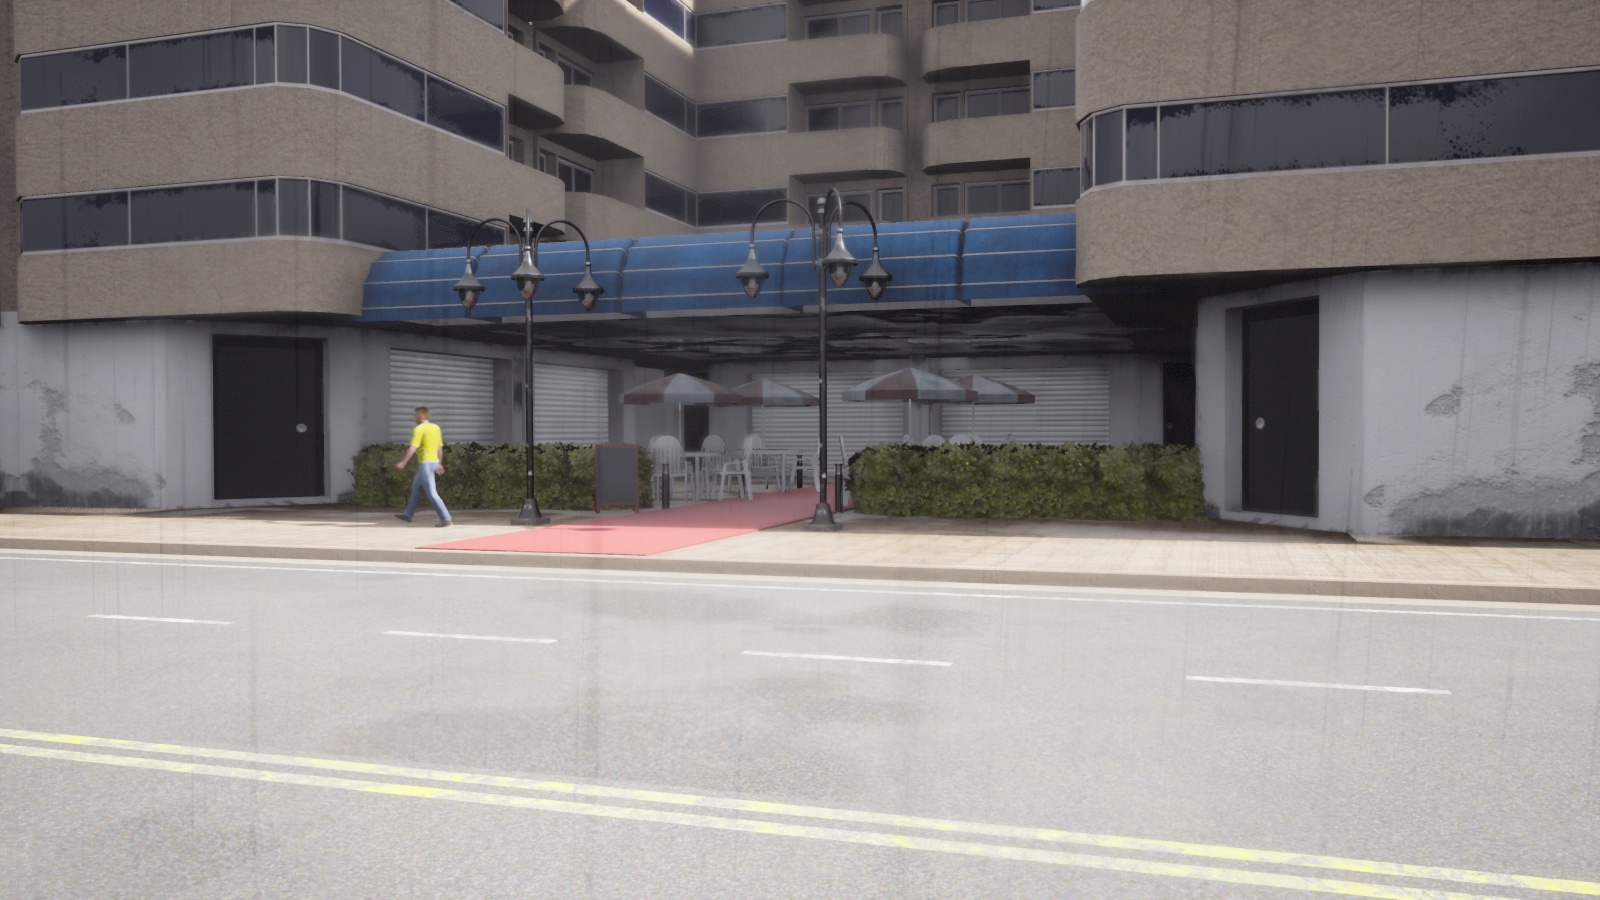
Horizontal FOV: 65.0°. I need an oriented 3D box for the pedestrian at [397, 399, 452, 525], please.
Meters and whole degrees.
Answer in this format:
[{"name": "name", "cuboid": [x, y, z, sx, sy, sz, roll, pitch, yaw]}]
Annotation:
[{"name": "pedestrian", "cuboid": [-5.547, 0.166, 18.563, 0.706, 1.836, 0.354, 0, 1, 15]}]
